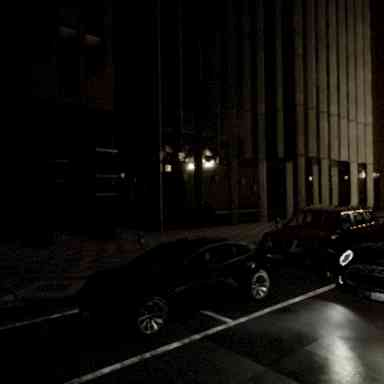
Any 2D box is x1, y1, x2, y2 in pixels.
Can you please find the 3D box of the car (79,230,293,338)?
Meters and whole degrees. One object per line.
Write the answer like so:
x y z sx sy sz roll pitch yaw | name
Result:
-0.070 1.657 6.864 4.313 1.339 1.947 0 -1 -40 | car

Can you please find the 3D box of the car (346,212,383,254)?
8.550 1.621 14.130 4.507 1.381 1.887 0 -1 -40 | car

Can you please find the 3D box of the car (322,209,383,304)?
5.250 1.389 7.738 4.553 1.767 2.097 0 -1 -40 | car

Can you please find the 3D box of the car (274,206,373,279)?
4.236 1.399 10.500 5.009 1.841 2.192 0 -1 -40 | car
